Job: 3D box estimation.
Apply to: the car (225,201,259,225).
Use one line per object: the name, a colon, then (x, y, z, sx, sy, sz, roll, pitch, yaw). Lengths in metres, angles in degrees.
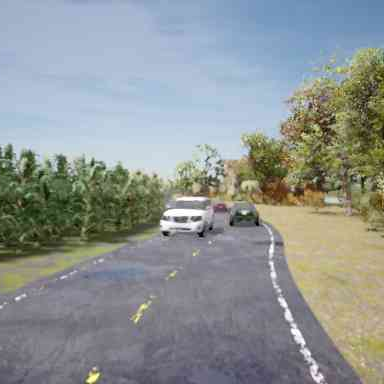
car: (3.833, 1.494, 25.280, 2.097, 1.767, 4.553, 0, 0, 5)

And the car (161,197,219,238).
car: (-0.056, 1.299, 18.588, 2.150, 2.045, 5.566, 1, 0, 11)

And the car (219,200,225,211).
car: (3.195, 1.713, 42.552, 1.812, 1.442, 4.674, 0, 0, -7)
